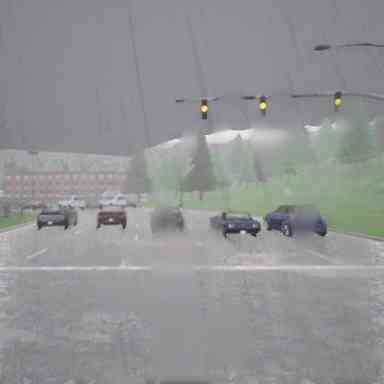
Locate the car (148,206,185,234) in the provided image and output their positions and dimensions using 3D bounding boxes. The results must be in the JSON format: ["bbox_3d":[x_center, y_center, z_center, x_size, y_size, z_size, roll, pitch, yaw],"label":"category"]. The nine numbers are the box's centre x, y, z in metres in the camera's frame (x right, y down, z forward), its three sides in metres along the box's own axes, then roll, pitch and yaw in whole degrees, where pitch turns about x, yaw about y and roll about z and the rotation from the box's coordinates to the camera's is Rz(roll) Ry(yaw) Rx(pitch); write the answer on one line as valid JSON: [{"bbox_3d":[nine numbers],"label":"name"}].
[{"bbox_3d":[-1.578,1.657,20.631,1.837,1.490,4.892,0,0,-9],"label":"car"}]

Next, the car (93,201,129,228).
[{"bbox_3d":[-5.651,1.662,23.775,1.882,1.535,5.008,0,0,-11],"label":"car"}]

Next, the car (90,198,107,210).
[{"bbox_3d":[-15.354,1.964,50.726,4.181,1.385,1.994,0,-1,43],"label":"car"}]

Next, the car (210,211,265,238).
[{"bbox_3d":[2.253,1.730,18.757,1.895,1.301,4.718,0,0,-7],"label":"car"}]

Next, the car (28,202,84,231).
[{"bbox_3d":[-8.934,1.673,22.356,2.128,1.511,4.902,0,0,-10],"label":"car"}]

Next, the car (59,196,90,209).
[{"bbox_3d":[-17.294,1.606,47.722,2.150,2.045,5.566,0,0,-44],"label":"car"}]

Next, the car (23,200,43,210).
[{"bbox_3d":[-22.825,1.924,48.046,4.674,1.442,1.812,0,0,39],"label":"car"}]

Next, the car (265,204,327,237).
[{"bbox_3d":[5.715,1.475,18.981,2.097,1.767,4.553,0,0,-7],"label":"car"}]

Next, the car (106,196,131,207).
[{"bbox_3d":[-12.663,1.631,52.990,5.566,2.045,2.150,-1,-1,43],"label":"car"}]

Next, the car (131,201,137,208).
[{"bbox_3d":[-11.302,1.996,56.567,4.181,1.385,1.994,-1,-1,43],"label":"car"}]
